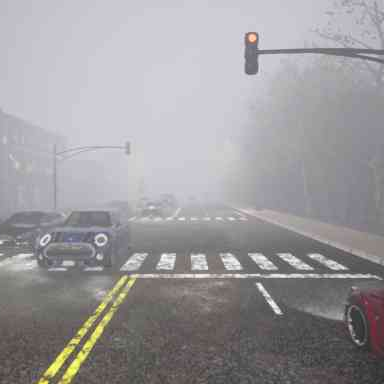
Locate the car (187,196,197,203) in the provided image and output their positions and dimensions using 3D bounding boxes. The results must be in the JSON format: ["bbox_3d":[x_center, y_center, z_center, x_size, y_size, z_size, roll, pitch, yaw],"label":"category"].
[{"bbox_3d":[0.001,1.452,66.978,1.882,1.535,5.008,0,0,0],"label":"car"}]

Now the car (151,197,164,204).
[{"bbox_3d":[-6.640,1.577,64.636,1.895,1.301,4.718,0,0,0],"label":"car"}]

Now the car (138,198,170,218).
[{"bbox_3d":[-3.397,1.539,30.340,2.033,1.411,5.357,0,0,0],"label":"car"}]

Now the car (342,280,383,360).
[{"bbox_3d":[3.348,1.563,3.519,1.994,1.385,4.181,0,0,0],"label":"car"}]

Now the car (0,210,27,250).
[{"bbox_3d":[-6.621,1.503,13.923,1.837,1.490,4.892,0,0,0],"label":"car"}]

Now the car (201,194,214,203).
[{"bbox_3d":[3.248,1.576,66.101,1.895,1.301,4.718,0,0,0],"label":"car"}]

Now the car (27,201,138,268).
[{"bbox_3d":[-3.367,1.350,11.289,2.097,1.767,4.553,0,0,0],"label":"car"}]

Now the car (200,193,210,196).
[{"bbox_3d":[3.139,1.195,76.284,2.150,2.045,5.566,0,0,0],"label":"car"}]

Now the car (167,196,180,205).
[{"bbox_3d":[-3.403,1.525,61.465,2.033,1.411,5.357,0,0,0],"label":"car"}]

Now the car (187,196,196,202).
[{"bbox_3d":[-0.114,1.564,77.262,1.895,1.301,4.718,0,0,0],"label":"car"}]

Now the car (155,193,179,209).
[{"bbox_3d":[-3.420,1.207,46.110,2.150,2.045,5.566,0,0,0],"label":"car"}]
